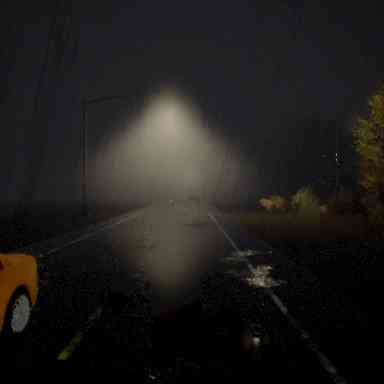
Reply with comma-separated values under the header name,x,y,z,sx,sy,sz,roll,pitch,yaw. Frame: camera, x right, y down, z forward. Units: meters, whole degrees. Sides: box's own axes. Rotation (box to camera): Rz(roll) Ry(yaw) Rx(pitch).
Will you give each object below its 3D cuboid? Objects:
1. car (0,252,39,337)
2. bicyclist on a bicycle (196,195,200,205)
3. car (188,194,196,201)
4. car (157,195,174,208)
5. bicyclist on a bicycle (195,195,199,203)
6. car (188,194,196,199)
name,x,y,z,sx,sy,sz,roll,pitch,yaw
car,-3.601,1.469,3.752,1.882,1.535,5.008,0,0,0
bicyclist on a bicycle,0.958,1.332,52.937,0.582,1.620,1.656,0,0,0
car,-0.007,1.297,77.961,1.882,1.535,5.008,0,0,0
car,-3.589,1.247,45.874,2.097,1.767,4.553,0,0,0
bicyclist on a bicycle,0.943,1.294,62.630,0.866,1.612,1.509,0,0,0
car,-0.008,1.243,95.514,1.994,1.385,4.181,0,0,0
